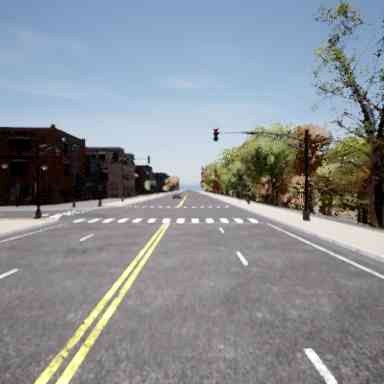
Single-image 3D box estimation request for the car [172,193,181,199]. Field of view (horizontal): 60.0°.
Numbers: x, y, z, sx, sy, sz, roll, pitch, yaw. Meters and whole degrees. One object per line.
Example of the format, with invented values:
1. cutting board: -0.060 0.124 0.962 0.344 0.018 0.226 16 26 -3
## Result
1. car: -3.377 0.891 73.505 1.994 1.385 4.181 0 1 0
